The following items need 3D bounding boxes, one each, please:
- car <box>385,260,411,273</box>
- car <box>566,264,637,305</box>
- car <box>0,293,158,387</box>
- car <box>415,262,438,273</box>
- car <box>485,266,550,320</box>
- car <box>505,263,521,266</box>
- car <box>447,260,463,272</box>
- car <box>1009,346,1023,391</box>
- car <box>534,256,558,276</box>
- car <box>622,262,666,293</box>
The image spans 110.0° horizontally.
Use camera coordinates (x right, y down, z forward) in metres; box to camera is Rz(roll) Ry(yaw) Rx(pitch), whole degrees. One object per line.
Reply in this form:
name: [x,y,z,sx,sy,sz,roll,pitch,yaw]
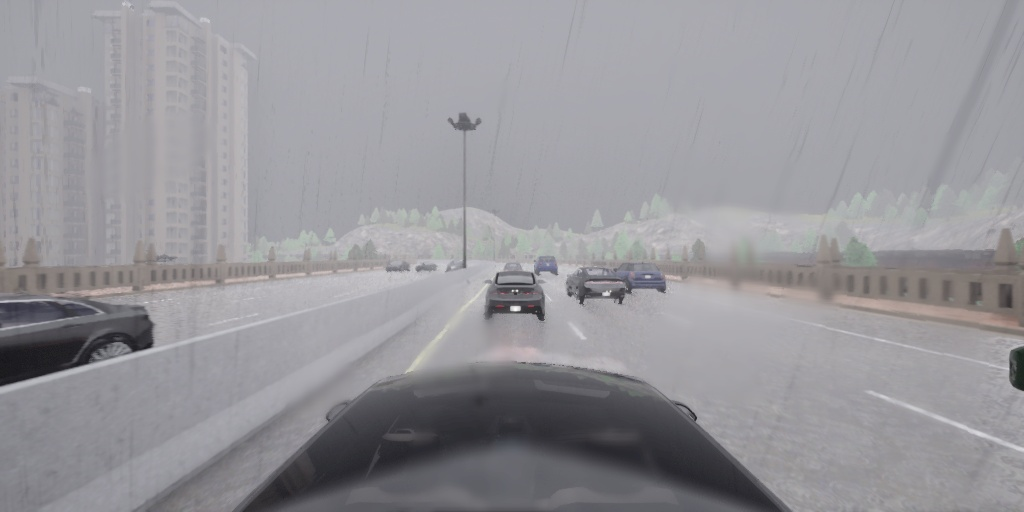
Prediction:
car: [-14.083,1.273,44.489,1.882,1.535,5.008,0,0,0]
car: [3.600,1.245,16.121,2.128,1.511,4.902,0,0,0]
car: [-7.100,1.242,4.149,2.128,1.511,4.902,0,0,0]
car: [-10.586,1.396,44.525,1.895,1.301,4.718,0,0,0]
car: [0.100,1.257,12.676,1.837,1.490,4.892,0,0,0]
car: [0.102,1.320,33.990,2.033,1.411,5.357,0,0,0]
car: [-7.082,1.290,45.695,2.128,1.511,4.902,0,0,0]
car: [7.100,0.971,1.855,2.150,2.045,5.566,0,0,0]
car: [3.602,1.001,38.603,2.150,2.045,5.566,0,0,0]
car: [7.102,1.108,20.862,2.097,1.767,4.553,0,0,0]
